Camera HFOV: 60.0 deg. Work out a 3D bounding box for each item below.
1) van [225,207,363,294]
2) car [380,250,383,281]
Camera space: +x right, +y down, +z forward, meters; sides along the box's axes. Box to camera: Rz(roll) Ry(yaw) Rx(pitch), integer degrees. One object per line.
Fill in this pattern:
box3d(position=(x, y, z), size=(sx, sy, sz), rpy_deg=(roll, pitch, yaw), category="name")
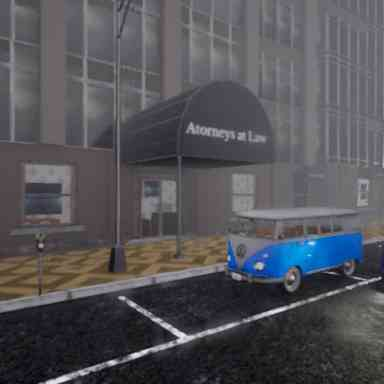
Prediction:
box3d(position=(2.682, 1.309, 8.463), size=(3.998, 1.788, 1.690), rpy_deg=(0, 1, -35), category="van")
box3d(position=(6.537, 1.306, 8.041), size=(4.553, 1.767, 2.097), rpy_deg=(0, 0, -35), category="car")
